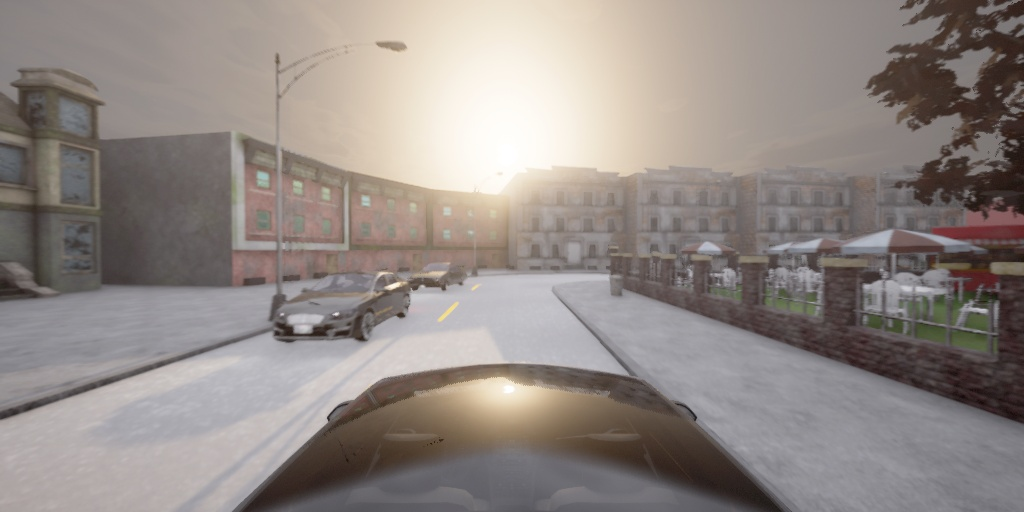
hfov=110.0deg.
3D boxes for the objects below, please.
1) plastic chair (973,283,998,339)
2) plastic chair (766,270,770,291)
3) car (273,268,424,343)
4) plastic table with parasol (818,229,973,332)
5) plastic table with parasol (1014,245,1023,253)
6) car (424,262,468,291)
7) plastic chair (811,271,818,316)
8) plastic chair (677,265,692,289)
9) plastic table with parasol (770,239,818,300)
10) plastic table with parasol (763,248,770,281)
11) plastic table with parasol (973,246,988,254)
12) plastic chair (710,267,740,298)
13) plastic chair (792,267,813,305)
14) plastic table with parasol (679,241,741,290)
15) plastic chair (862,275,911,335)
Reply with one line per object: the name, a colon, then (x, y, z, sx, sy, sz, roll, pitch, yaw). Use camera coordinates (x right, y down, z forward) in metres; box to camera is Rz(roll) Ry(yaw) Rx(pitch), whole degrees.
plastic chair: (10.993, 1.178, 8.420, 0.750, 1.272, 0.730, 0, 0, -32)
plastic chair: (10.929, 1.147, 14.504, 0.750, 1.272, 0.730, 0, 0, -40)
car: (-4.091, 1.140, 9.478, 2.128, 1.511, 4.902, 0, 1, 0)
plastic table with parasol: (10.048, 0.529, 9.433, 2.482, 2.480, 2.482, 0, 0, -38)
plastic table with parasol: (15.979, 0.566, 9.891, 2.482, 2.480, 2.482, 0, 0, -38)
car: (-3.972, 1.058, 20.140, 2.033, 1.411, 5.357, 0, 1, 9)
plastic chair: (9.348, 1.129, 10.468, 0.750, 1.272, 0.730, 0, 0, -40)
plastic chair: (7.997, 1.135, 17.221, 0.730, 1.272, 0.750, 0, 0, 0)
plastic table with parasol: (11.664, 0.548, 13.483, 2.482, 2.480, 2.482, 0, 0, -40)
plastic table with parasol: (13.608, 0.529, 17.352, 2.482, 2.480, 2.482, 0, 0, -40)
plastic table with parasol: (17.436, 0.563, 14.710, 2.482, 2.480, 2.482, 0, 0, -40)
plastic chair: (9.329, 1.152, 15.803, 0.750, 1.272, 0.730, 0, 0, 5)
plastic chair: (10.642, 1.127, 12.767, 0.730, 1.272, 0.750, 0, 0, -39)
plastic table with parasol: (9.258, 0.532, 17.130, 2.482, 2.480, 2.482, 0, 0, 0)
plastic chair: (9.062, 1.177, 8.710, 0.730, 1.272, 0.750, 0, 0, -40)
